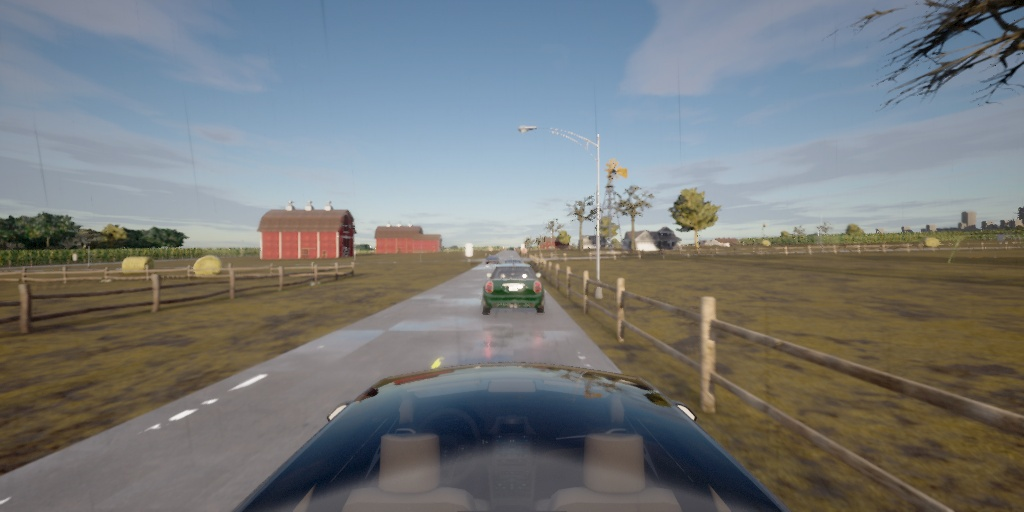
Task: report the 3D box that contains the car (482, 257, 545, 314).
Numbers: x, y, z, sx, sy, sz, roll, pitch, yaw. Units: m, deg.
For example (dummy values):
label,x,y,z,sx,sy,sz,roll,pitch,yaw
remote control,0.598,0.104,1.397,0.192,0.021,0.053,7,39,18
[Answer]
label,x,y,z,sx,sy,sz,roll,pitch,yaw
car,0.067,1.053,13.709,2.097,1.767,4.553,0,0,0

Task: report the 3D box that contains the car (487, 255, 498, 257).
label,x,y,z,sx,sy,sz,roll,pitch,yaw
car,-2.801,0.502,51.793,2.033,1.411,5.357,0,2,1
